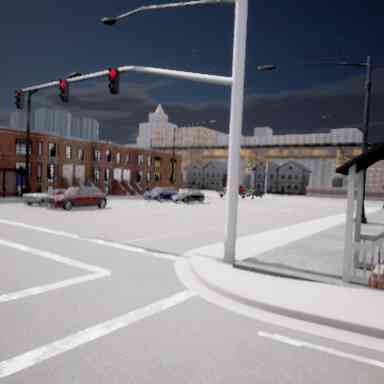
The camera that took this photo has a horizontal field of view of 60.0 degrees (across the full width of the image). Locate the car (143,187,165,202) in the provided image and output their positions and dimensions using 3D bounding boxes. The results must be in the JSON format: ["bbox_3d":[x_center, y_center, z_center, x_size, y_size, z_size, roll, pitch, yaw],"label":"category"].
[{"bbox_3d":[-3.544,0.168,38.257,2.097,1.767,4.553,4,2,36],"label":"car"}]

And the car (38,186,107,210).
[{"bbox_3d":[-8.695,0.358,25.190,2.097,1.767,4.553,4,2,36],"label":"car"}]

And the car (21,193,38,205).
[{"bbox_3d":[-11.420,0.414,27.434,1.895,1.301,4.718,4,2,32],"label":"car"}]

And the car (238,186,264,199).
[{"bbox_3d":[9.146,0.236,49.660,1.837,1.490,4.892,4,2,36],"label":"car"}]

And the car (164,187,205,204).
[{"bbox_3d":[-0.393,0.500,36.663,2.128,1.511,4.902,4,2,36],"label":"car"}]

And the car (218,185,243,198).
[{"bbox_3d":[6.306,-0.142,51.679,2.150,2.045,5.566,4,2,36],"label":"car"}]
